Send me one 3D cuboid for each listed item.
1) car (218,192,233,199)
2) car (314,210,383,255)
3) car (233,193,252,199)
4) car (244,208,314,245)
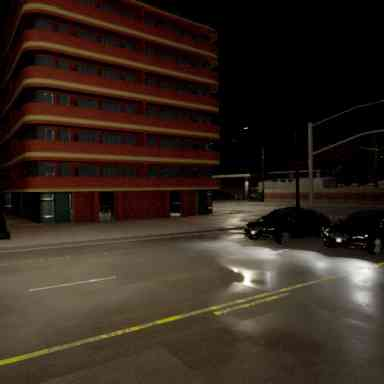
[{"bbox_3d":[8.949,0.930,86.191,4.611,1.667,2.242,-1,1,-35],"label":"car"},{"bbox_3d":[7.300,1.520,13.435,4.892,1.490,1.837,0,0,-35],"label":"car"},{"bbox_3d":[12.919,1.061,81.968,3.806,1.475,1.970,-1,1,-35],"label":"car"},{"bbox_3d":[4.629,1.530,15.837,4.892,1.490,1.837,1,0,-35],"label":"car"}]
